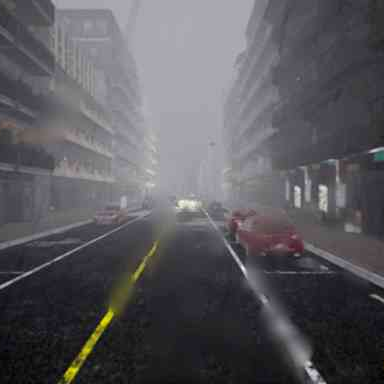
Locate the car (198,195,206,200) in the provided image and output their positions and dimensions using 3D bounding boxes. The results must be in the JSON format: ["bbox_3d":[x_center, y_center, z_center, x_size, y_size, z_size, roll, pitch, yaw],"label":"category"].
[{"bbox_3d":[2.697,1.559,91.570,1.887,1.381,4.507,0,0,0],"label":"car"}]

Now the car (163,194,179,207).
[{"bbox_3d":[-3.066,1.324,49.783,2.097,1.767,4.553,0,0,0],"label":"car"}]

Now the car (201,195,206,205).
[{"bbox_3d":[2.695,1.522,46.277,2.008,1.369,4.403,0,0,0],"label":"car"}]

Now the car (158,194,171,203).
[{"bbox_3d":[-5.686,1.293,68.945,2.192,1.841,5.009,0,0,0],"label":"car"}]

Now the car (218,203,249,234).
[{"bbox_3d":[2.693,1.528,17.965,1.887,1.381,4.507,0,0,0],"label":"car"}]

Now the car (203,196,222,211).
[{"bbox_3d":[2.694,1.524,40.615,2.008,1.369,4.403,0,0,0],"label":"car"}]

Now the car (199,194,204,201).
[{"bbox_3d":[2.695,1.408,57.600,1.967,1.590,4.097,0,0,0],"label":"car"}]

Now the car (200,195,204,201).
[{"bbox_3d":[2.695,1.514,51.940,1.887,1.381,4.507,0,0,0],"label":"car"}]

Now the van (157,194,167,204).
[{"bbox_3d":[-5.685,1.312,63.285,1.690,1.788,3.998,0,0,0],"label":"van"}]

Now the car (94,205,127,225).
[{"bbox_3d":[-5.688,1.565,23.648,1.802,1.307,4.206,0,0,0],"label":"car"}]

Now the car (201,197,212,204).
[{"bbox_3d":[2.695,1.551,63.263,1.802,1.307,4.206,0,0,0],"label":"car"}]

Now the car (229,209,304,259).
[{"bbox_3d":[2.692,1.531,12.303,1.887,1.381,4.507,0,0,0],"label":"car"}]

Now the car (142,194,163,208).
[{"bbox_3d":[-5.686,1.288,46.299,2.192,1.841,5.009,0,0,0],"label":"car"}]

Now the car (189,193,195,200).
[{"bbox_3d":[0.009,1.439,94.666,2.033,1.411,5.357,0,0,0],"label":"car"}]
